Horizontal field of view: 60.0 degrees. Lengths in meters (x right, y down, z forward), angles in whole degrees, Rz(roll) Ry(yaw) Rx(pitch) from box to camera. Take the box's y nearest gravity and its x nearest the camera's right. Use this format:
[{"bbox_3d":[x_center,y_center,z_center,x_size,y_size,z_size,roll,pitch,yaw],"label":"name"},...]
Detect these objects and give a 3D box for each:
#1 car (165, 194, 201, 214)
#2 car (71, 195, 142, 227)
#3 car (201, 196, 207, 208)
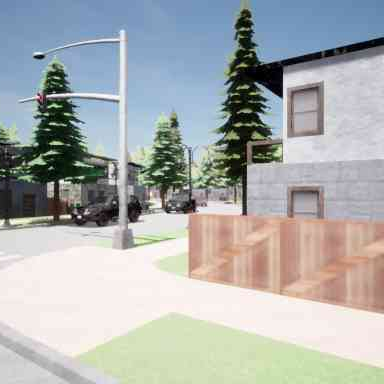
[{"bbox_3d":[-1.077,1.202,35.052,2.150,2.045,5.566,0,0,15],"label":"car"},{"bbox_3d":[-5.735,1.202,23.142,2.150,2.045,5.566,0,0,27],"label":"car"},{"bbox_3d":[1.206,1.332,49.053,2.097,1.767,4.553,0,0,3],"label":"car"}]
